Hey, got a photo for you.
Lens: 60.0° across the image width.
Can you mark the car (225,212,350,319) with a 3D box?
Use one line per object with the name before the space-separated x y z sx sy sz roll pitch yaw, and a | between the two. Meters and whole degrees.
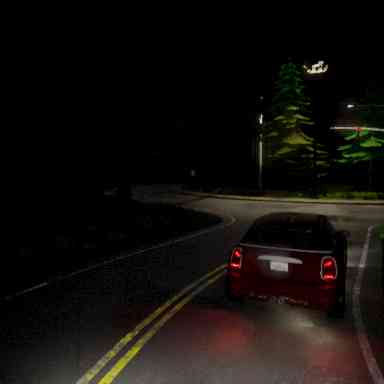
car | 2.398 1.236 7.627 2.097 1.767 4.553 2 2 25
